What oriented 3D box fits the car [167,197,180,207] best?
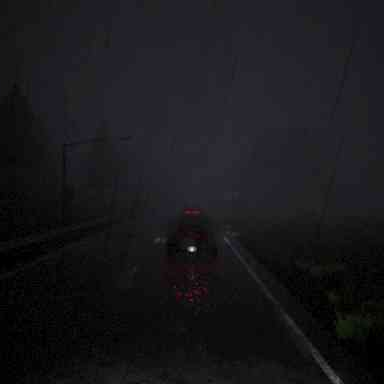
[{"bbox_3d":[-3.529,1.909,64.388,2.150,2.045,5.566,0,-1,1],"label":"car"}]

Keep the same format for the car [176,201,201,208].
[{"bbox_3d":[0.010,1.785,28.448,2.128,1.511,4.902,0,0,0],"label":"car"}]

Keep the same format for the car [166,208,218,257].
[{"bbox_3d":[0.014,1.653,13.494,1.837,1.490,4.892,0,0,0],"label":"car"}]
